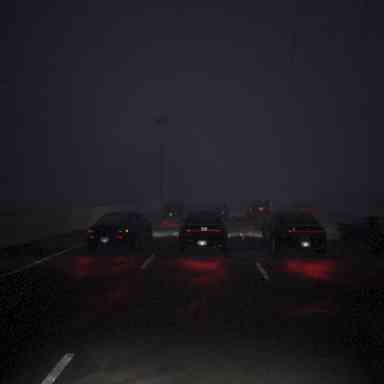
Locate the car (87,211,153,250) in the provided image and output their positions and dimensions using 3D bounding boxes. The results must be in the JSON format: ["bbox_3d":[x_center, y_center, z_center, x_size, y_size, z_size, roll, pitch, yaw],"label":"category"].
[{"bbox_3d":[-2.953,1.533,14.197,1.812,1.442,4.674,0,0,4],"label":"car"}]

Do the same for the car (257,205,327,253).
[{"bbox_3d":[4.028,1.516,13.672,1.837,1.490,4.892,0,0,4],"label":"car"}]

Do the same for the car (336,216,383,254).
[{"bbox_3d":[7.520,1.616,13.438,1.895,1.301,4.718,0,0,4],"label":"car"}]

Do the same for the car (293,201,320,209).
[{"bbox_3d":[9.074,1.485,27.129,1.882,1.535,5.008,0,0,9],"label":"car"}]

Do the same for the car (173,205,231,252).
[{"bbox_3d":[0.537,1.516,13.934,1.837,1.490,4.892,0,0,4],"label":"car"}]

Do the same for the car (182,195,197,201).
[{"bbox_3d":[-0.473,1.436,81.957,1.882,1.535,5.008,0,0,23],"label":"car"}]

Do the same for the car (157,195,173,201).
[{"bbox_3d":[-6.857,1.432,84.829,1.882,1.535,5.008,0,0,23],"label":"car"}]

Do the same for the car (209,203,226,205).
[{"bbox_3d":[2.157,1.616,28.209,1.895,1.301,4.718,0,0,9],"label":"car"}]

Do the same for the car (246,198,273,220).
[{"bbox_3d":[5.609,1.366,27.625,2.097,1.767,4.553,0,0,9],"label":"car"}]

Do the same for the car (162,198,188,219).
[{"bbox_3d":[-1.308,1.516,28.705,1.837,1.490,4.892,0,0,9],"label":"car"}]
